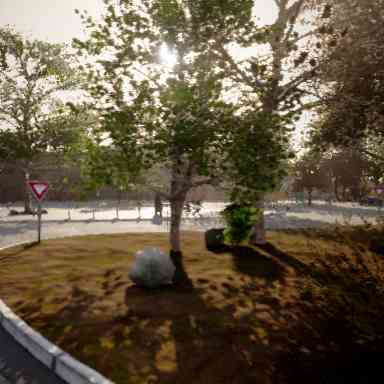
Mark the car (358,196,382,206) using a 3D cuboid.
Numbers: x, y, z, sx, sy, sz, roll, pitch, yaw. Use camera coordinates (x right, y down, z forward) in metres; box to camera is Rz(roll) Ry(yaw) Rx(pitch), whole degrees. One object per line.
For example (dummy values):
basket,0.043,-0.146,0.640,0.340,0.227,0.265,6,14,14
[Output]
car,28.291,1.436,53.017,1.882,1.535,5.008,1,0,5
